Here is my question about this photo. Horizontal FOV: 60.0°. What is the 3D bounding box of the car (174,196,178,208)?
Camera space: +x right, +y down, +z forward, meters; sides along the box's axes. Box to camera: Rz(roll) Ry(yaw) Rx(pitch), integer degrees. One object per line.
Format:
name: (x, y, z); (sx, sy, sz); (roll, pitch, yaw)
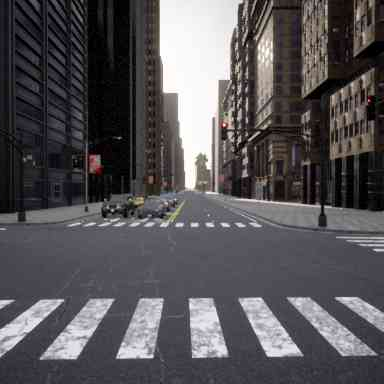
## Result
car: (-3.451, 1.501, 48.014); (1.994, 1.385, 4.181); (0, 0, -1)

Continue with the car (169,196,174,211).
car: (-3.423, 1.481, 37.988); (1.812, 1.442, 4.674); (0, 0, 0)

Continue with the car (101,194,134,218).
car: (-6.658, 1.190, 30.610); (2.150, 2.045, 5.566); (0, 0, 0)

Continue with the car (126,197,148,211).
car: (-6.669, 1.428, 40.615); (1.882, 1.535, 5.008); (0, 0, 0)

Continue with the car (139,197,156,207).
car: (-6.695, 1.496, 50.506); (1.994, 1.385, 4.181); (0, 0, 0)

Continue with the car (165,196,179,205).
car: (-3.431, 1.465, 58.431); (2.033, 1.411, 5.357); (0, 0, 0)

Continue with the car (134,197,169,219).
car: (-3.403, 1.323, 29.007); (2.097, 1.767, 4.553); (0, 0, 0)
